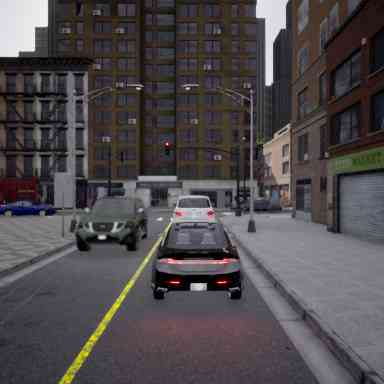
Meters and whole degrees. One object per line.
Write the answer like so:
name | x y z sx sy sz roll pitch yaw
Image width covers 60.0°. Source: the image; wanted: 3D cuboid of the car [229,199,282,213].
car | 6.664 1.467 34.863 5.357 1.411 2.033 -1 0 -4

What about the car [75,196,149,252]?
car | -3.162 1.219 14.295 2.150 2.045 5.566 0 0 -1

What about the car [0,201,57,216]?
car | -15.472 1.577 31.624 5.008 1.535 1.882 0 0 -2

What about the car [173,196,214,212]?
car | 0.100 1.215 18.861 2.150 2.045 5.566 0 0 0

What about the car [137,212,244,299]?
car | 0.101 1.490 8.407 2.128 1.511 4.902 0 0 0
